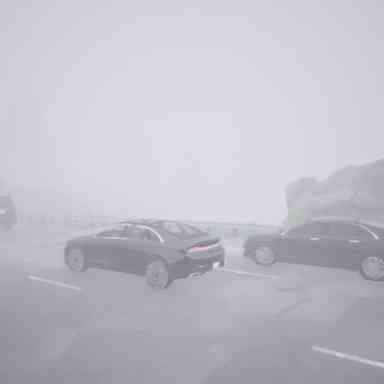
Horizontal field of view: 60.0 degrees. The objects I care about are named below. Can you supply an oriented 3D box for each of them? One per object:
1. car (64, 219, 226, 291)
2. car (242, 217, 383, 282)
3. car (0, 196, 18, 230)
[{"bbox_3d":[-1.461,1.490,9.052,4.902,1.511,2.128,0,0,34],"label":"car"},{"bbox_3d":[3.853,1.486,9.702,4.892,1.490,1.837,0,0,35],"label":"car"},{"bbox_3d":[-12.979,1.251,20.096,5.566,2.045,2.150,0,0,29],"label":"car"}]
